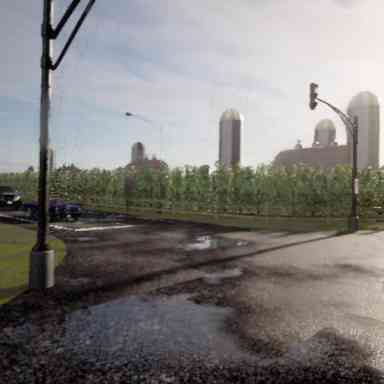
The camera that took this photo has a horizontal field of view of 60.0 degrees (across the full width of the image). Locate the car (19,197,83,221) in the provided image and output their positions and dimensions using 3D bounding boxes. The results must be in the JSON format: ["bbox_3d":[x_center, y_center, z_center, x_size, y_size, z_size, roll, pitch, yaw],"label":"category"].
[{"bbox_3d":[-8.795,1.037,20.937,4.718,1.301,1.895,2,0,43],"label":"car"}]

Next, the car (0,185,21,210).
[{"bbox_3d":[-16.298,0.419,27.962,5.566,2.045,2.150,2,0,43],"label":"car"}]
